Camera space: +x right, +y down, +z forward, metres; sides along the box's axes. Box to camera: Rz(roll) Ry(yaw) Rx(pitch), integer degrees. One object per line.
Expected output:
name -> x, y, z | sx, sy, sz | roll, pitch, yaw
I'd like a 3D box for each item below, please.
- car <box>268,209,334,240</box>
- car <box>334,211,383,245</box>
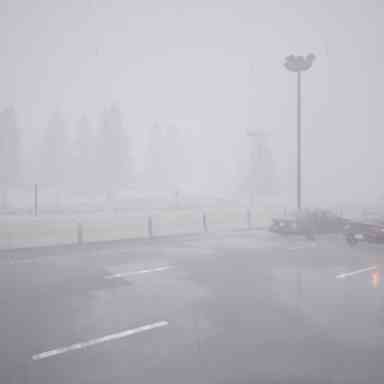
car -> 6.237, 1.559, 16.915 | 5.357, 1.411, 2.033 | 0, 0, -35
car -> 8.269, 1.530, 14.066 | 4.674, 1.442, 1.812 | 0, 0, -35
